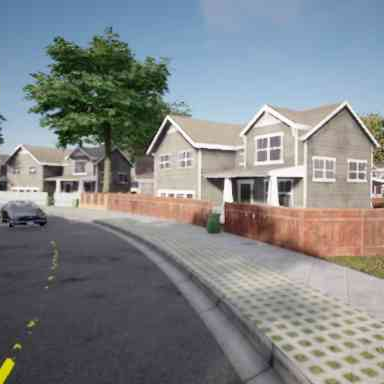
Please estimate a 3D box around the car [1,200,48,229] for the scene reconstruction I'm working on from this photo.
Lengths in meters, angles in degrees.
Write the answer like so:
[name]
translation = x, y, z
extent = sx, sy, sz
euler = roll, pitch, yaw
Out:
[car]
translation = -9.859, 1.186, 19.312
extent = 2.033, 1.411, 5.357
euler = 0, 1, -36
